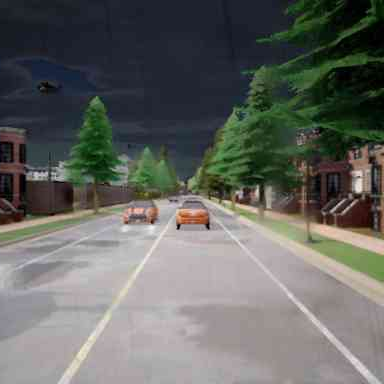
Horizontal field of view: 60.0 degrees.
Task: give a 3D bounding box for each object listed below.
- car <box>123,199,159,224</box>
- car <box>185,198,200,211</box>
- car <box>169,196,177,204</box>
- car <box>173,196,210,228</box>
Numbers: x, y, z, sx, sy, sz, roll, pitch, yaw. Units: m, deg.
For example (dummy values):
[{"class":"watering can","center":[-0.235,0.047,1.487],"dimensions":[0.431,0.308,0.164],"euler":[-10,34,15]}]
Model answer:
[{"class":"car","center":[-3.629,1.363,24.473],"dimensions":[2.097,1.767,4.553],"euler":[0,0,0]},{"class":"car","center":[0.044,1.519,41.619],"dimensions":[1.837,1.490,4.892],"euler":[0,0,0]},{"class":"car","center":[-3.591,1.507,67.142],"dimensions":[1.882,1.535,5.008],"euler":[0,0,0]},{"class":"car","center":[0.070,1.359,22.140],"dimensions":[2.097,1.767,4.553],"euler":[0,0,0]}]
